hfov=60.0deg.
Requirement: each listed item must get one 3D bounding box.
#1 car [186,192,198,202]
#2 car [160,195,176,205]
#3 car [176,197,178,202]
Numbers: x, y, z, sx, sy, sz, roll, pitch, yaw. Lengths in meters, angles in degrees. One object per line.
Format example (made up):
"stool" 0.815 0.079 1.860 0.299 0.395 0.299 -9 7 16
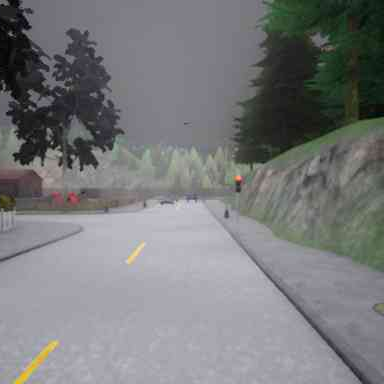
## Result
"car" -0.009 0.994 69.599 2.150 2.045 5.566 0 0 0
"car" -4.069 1.452 54.298 1.994 1.385 4.181 0 0 0
"car" -4.009 1.404 69.972 1.994 1.385 4.181 0 0 0
